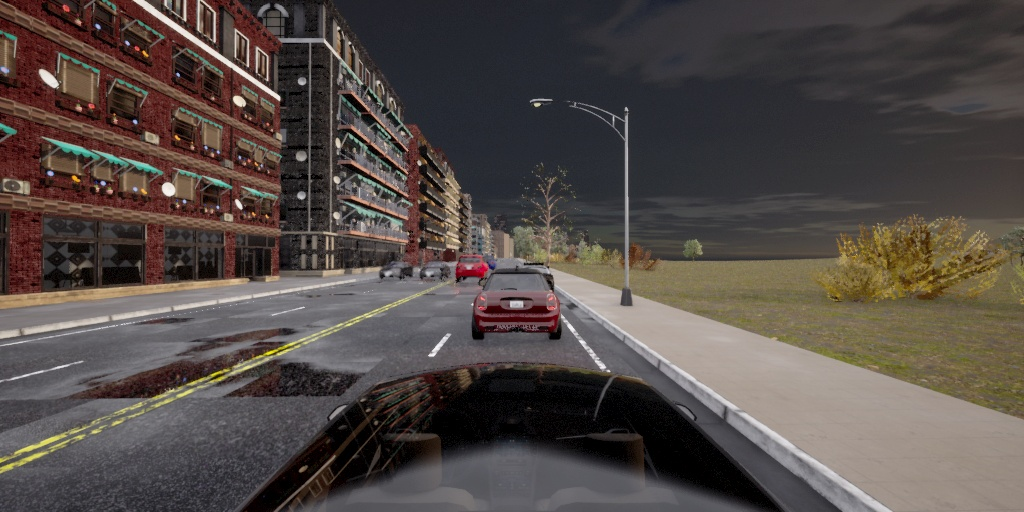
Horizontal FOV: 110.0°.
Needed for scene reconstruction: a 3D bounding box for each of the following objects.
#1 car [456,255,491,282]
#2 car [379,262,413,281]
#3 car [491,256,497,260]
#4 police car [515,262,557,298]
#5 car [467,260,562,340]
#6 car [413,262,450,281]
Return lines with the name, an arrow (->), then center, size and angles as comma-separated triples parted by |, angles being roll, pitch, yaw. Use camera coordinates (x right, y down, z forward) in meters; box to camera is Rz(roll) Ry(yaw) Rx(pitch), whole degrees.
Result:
car -> -3.095, 0.971, 28.515 | 2.150, 2.045, 5.566 | 0, 0, 0
car -> -9.791, 1.243, 30.679 | 2.128, 1.511, 4.902 | 0, 0, 0
car -> -3.065, 0.974, 44.684 | 2.150, 2.045, 5.566 | 0, 0, 0
police car -> 1.173, 1.177, 19.656 | 1.930, 1.638, 5.238 | 0, 0, 0
car -> 0.112, 1.103, 10.161 | 2.097, 1.767, 4.553 | 0, 0, 0
car -> -6.541, 1.243, 30.694 | 2.128, 1.511, 4.902 | 0, 0, 0
